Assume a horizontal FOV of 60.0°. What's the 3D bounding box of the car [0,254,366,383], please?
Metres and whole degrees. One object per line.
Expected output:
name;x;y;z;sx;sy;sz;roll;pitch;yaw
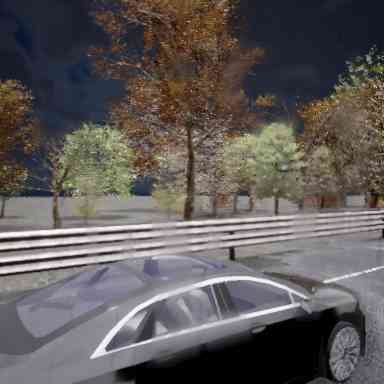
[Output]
car;0.075;1.495;3.778;4.902;1.511;2.128;0;0;-35
